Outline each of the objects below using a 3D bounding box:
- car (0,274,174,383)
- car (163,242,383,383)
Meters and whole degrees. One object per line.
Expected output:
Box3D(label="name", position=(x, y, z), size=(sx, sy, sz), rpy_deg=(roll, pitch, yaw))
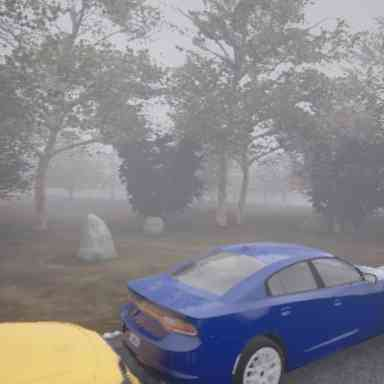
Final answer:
Box3D(label="car", position=(-2.941, 1.461, 1.950), size=(5.366, 1.575, 1.946), rpy_deg=(1, -1, -33))
Box3D(label="car", position=(1.434, 1.528, 5.079), size=(5.008, 1.535, 2.097), rpy_deg=(1, -1, -33))
